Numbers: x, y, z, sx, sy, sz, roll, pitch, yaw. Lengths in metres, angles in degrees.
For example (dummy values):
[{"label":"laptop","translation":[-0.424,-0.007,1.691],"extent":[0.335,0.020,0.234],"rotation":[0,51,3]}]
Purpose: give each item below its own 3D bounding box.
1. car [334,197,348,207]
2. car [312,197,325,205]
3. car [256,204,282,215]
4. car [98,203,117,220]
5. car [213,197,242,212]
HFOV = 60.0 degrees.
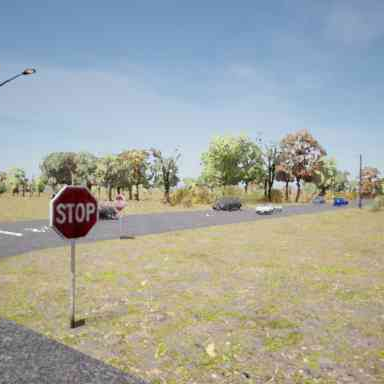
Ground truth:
[{"label":"car","translation":[34.214,2.260,76.261],"extent":[2.150,2.045,5.566],"rotation":[1,0,36]},{"label":"car","translation":[32.856,2.264,86.345],"extent":[2.150,2.045,5.566],"rotation":[1,0,36]},{"label":"car","translation":[9.978,2.153,42.656],"extent":[1.895,1.301,4.718],"rotation":[1,0,36]},{"label":"car","translation":[-8.730,1.755,28.678],"extent":[2.128,1.511,4.902],"rotation":[1,1,36]},{"label":"car","translation":[5.153,1.823,47.922],"extent":[2.150,2.045,5.566],"rotation":[1,1,36]}]
